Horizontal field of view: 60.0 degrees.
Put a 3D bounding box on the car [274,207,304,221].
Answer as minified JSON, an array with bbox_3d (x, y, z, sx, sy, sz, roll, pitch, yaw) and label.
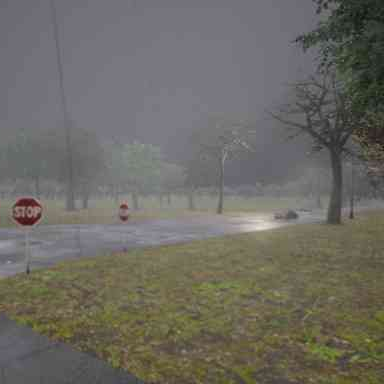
[{"bbox_3d":[12.560,3.065,44.001,2.033,1.411,5.357,1,-1,36],"label":"car"}]

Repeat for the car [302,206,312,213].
[{"bbox_3d":[25.062,3.815,73.393,1.994,1.385,4.181,1,-1,36],"label":"car"}]
